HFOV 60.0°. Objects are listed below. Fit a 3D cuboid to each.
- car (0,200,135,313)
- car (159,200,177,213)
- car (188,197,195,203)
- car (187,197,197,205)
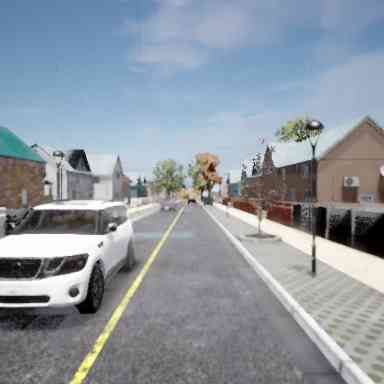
[{"bbox_3d":[-2.832,1.248,8.074,2.150,2.045,5.566,0,-1,1],"label":"car"},{"bbox_3d":[-2.857,1.694,40.348,2.128,1.511,4.902,0,0,0],"label":"car"},{"bbox_3d":[-0.049,2.149,88.498,1.882,1.535,5.008,0,-1,0],"label":"car"},{"bbox_3d":[-0.038,1.861,69.922,1.837,1.490,4.892,0,-1,0],"label":"car"}]
